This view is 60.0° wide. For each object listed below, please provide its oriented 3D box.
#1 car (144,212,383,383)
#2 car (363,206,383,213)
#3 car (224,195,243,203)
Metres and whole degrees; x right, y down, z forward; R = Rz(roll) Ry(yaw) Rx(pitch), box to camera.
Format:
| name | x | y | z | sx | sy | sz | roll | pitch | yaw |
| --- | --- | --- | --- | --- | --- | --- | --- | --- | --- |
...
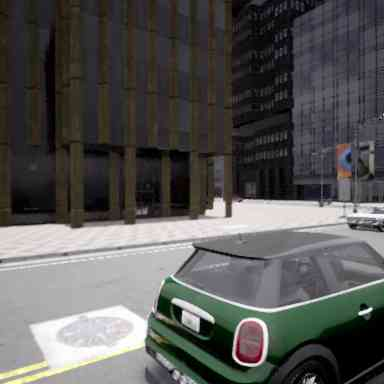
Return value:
| name | x | y | z | sx | sy | sz | roll | pitch | yaw |
| --- | --- | --- | --- | --- | --- | --- | --- | --- | --- |
| car | 1.713 | 1.339 | 4.670 | 4.553 | 1.767 | 2.097 | 0 | 0 | -36 |
| car | 11.112 | 1.520 | 19.634 | 4.718 | 1.301 | 1.895 | 0 | 0 | -35 |
| car | 8.002 | 1.297 | 64.540 | 1.882 | 1.535 | 5.008 | 0 | 0 | -25 |
